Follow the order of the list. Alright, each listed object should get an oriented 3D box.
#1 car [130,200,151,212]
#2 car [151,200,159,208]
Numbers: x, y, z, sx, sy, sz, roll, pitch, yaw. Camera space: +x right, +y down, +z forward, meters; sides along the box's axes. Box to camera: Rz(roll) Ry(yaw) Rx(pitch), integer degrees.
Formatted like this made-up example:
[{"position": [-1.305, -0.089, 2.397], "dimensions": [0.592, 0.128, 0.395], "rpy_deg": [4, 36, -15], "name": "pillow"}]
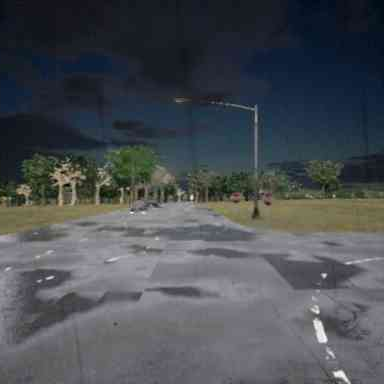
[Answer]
[{"position": [-7.100, 1.889, 45.144], "dimensions": [1.837, 1.490, 4.892], "rpy_deg": [0, 0, 0], "name": "car"}, {"position": [-7.110, 2.129, 60.390], "dimensions": [2.033, 1.411, 5.357], "rpy_deg": [0, -1, 0], "name": "car"}]
